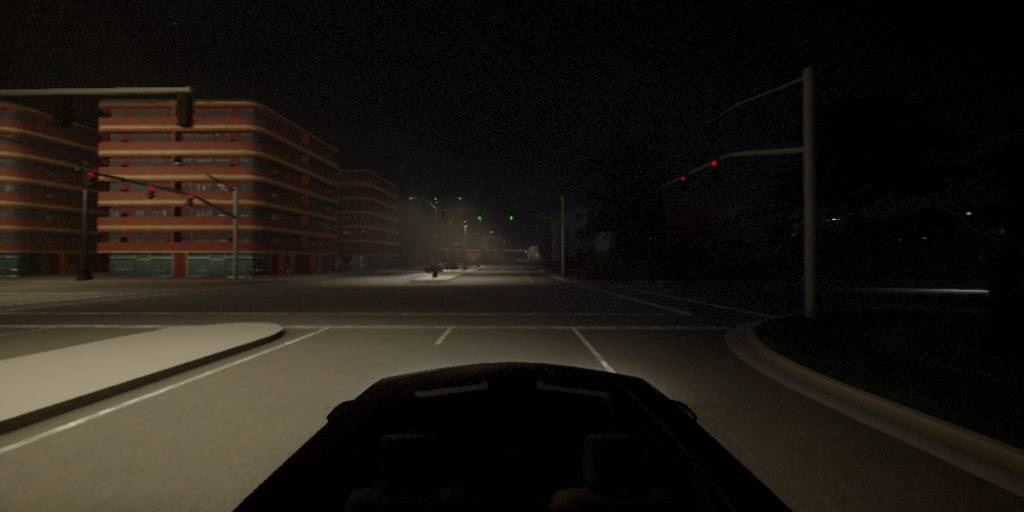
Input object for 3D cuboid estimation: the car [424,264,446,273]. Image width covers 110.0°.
[{"bbox_3d":[-11.533,1.810,52.684,1.895,1.301,4.718,0,-1,1],"label":"car"}]
